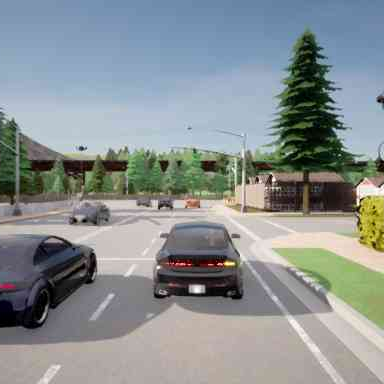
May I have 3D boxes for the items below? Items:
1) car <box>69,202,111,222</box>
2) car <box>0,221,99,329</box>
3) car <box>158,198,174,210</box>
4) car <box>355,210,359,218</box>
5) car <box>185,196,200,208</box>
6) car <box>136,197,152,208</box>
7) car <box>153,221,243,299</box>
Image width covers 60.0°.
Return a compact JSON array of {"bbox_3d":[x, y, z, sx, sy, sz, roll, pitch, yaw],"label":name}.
[{"bbox_3d":[-7.108,1.487,23.516,2.128,1.511,4.902,0,0,0],"label":"car"},{"bbox_3d":[-3.421,1.563,6.945,1.994,1.385,4.181,0,0,0],"label":"car"},{"bbox_3d":[-3.415,1.496,43.696,1.837,1.490,4.892,0,0,0],"label":"car"},{"bbox_3d":[14.850,1.461,25.010,4.892,1.490,1.837,0,0,-1],"label":"car"},{"bbox_3d":[0.110,1.343,47.574,2.097,1.767,4.553,0,0,0],"label":"car"},{"bbox_3d":[-7.034,1.498,48.721,1.837,1.490,4.892,0,-1,0],"label":"car"},{"bbox_3d":[0.192,1.503,8.430,1.837,1.490,4.892,0,0,2],"label":"car"}]
